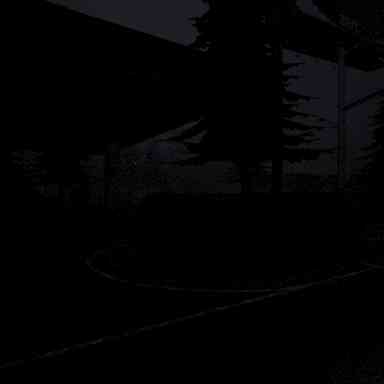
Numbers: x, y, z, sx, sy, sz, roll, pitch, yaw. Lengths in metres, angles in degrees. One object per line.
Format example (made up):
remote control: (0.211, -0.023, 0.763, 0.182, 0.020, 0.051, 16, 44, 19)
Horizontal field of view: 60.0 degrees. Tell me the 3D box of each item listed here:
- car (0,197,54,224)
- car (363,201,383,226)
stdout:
car: (-11.953, 1.313, 23.482, 3.866, 1.878, 1.905, 0, 0, -36)
car: (11.394, 1.317, 21.322, 2.128, 1.511, 4.902, 0, 1, -36)
